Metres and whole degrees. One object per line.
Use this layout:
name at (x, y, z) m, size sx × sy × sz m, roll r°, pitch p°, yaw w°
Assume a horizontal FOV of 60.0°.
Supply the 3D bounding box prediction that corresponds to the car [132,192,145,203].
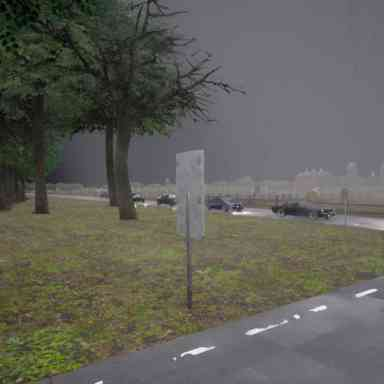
car at (-8.779, 0.792, 49.483) m, size 1.882 × 1.535 × 5.008 m, roll -1°, pitch 1°, yaw -35°

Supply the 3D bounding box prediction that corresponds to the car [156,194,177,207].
car at (-2.719, 0.980, 41.045) m, size 1.812 × 1.442 × 4.674 m, roll -1°, pitch 1°, yaw -36°

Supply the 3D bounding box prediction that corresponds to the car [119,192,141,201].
car at (-10.663, 0.741, 57.052) m, size 1.994 × 1.385 × 4.181 m, roll -1°, pitch 1°, yaw -35°

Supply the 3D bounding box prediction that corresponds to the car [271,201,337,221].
car at (8.484, 1.354, 25.502) m, size 1.895 × 1.301 × 4.718 m, roll -1°, pitch 2°, yaw -36°

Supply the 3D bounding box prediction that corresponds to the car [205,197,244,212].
car at (3.148, 1.168, 32.910) m, size 1.994 × 1.385 × 4.181 m, roll -1°, pitch 2°, yaw -35°

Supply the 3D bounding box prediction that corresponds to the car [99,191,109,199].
car at (-16.480, 0.603, 65.104) m, size 2.033 × 1.411 × 5.357 m, roll -1°, pitch 1°, yaw -36°
